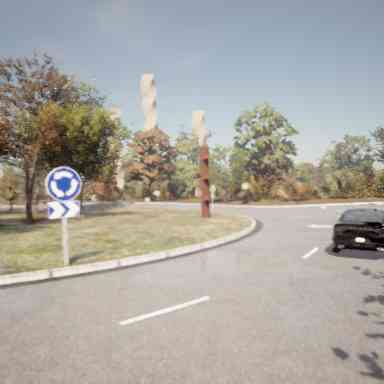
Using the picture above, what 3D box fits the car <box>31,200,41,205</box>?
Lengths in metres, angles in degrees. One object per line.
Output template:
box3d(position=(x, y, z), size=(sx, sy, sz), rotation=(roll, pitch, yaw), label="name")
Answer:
box3d(position=(-38.994, 2.778, 81.172), size=(1.882, 1.535, 5.008), rotation=(-3, -2, -34), label="car")

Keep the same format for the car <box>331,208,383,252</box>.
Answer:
box3d(position=(6.631, 1.360, 12.819), size=(1.882, 1.535, 5.008), rotation=(0, 1, 30), label="car")

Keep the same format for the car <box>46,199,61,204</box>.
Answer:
box3d(position=(-31.990, 2.318, 80.644), size=(4.892, 1.521, 2.231), rotation=(-3, -2, -34), label="car")

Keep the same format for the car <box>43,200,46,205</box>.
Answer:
box3d(position=(-33.519, 2.472, 82.931), size=(5.008, 1.535, 2.097), rotation=(-3, -2, -34), label="car")
